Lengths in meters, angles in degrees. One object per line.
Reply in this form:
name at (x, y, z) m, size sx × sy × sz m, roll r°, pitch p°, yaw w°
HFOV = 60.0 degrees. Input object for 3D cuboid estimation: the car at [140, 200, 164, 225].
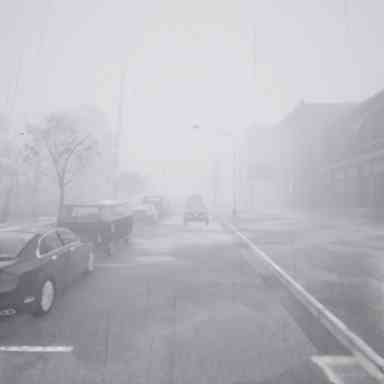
car at (-3.468, 1.578, 24.170) m, size 2.002 × 1.452 × 4.674 m, roll 0°, pitch 0°, yaw 1°

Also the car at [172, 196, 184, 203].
car at (-3.074, 1.659, 74.077) m, size 2.097 × 1.535 × 5.008 m, roll 0°, pitch 0°, yaw 3°

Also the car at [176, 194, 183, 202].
car at (-3.205, 1.611, 56.599) m, size 1.946 × 1.575 × 5.366 m, roll 0°, pitch 0°, yaw 3°

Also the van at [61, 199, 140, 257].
van at (-3.550, 1.295, 13.200) m, size 1.878 × 1.987 × 4.442 m, roll 0°, pitch 0°, yaw 3°

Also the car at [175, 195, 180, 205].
car at (-3.293, 1.583, 46.347) m, size 2.097 × 1.535 × 5.008 m, roll 0°, pitch 0°, yaw 3°

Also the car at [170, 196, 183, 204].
car at (-3.118, 1.663, 68.536) m, size 2.231 × 1.521 × 4.892 m, roll 0°, pitch -1°, yaw 3°

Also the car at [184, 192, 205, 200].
car at (0.431, 1.295, 42.862) m, size 2.150 × 2.045 × 5.566 m, roll 0°, pitch 0°, yaw 0°

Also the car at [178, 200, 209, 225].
car at (0.289, 1.582, 24.651) m, size 2.033 × 1.411 × 5.357 m, roll 0°, pitch 0°, yaw 0°

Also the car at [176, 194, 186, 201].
car at (-2.945, 1.549, 90.684) m, size 2.185 × 1.767 × 4.553 m, roll 0°, pitch 0°, yaw 3°

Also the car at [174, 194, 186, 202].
car at (-3.003, 1.406, 83.031) m, size 2.435 × 2.045 × 5.566 m, roll 0°, pitch 0°, yaw 3°

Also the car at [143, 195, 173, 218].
car at (-3.415, 1.313, 30.916) m, size 2.435 × 2.045 × 5.566 m, roll 0°, pitch 0°, yaw 1°

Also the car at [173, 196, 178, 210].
car at (-3.336, 1.556, 40.799) m, size 2.097 × 1.535 × 5.008 m, roll 0°, pitch 0°, yaw 3°

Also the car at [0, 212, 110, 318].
car at (-3.600, 1.490, 7.515) m, size 2.231 × 1.521 × 4.892 m, roll 0°, pitch 1°, yaw -1°

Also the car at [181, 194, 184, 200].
car at (-3.162, 1.646, 62.980) m, size 2.097 × 1.535 × 5.008 m, roll 0°, pitch 0°, yaw 3°
